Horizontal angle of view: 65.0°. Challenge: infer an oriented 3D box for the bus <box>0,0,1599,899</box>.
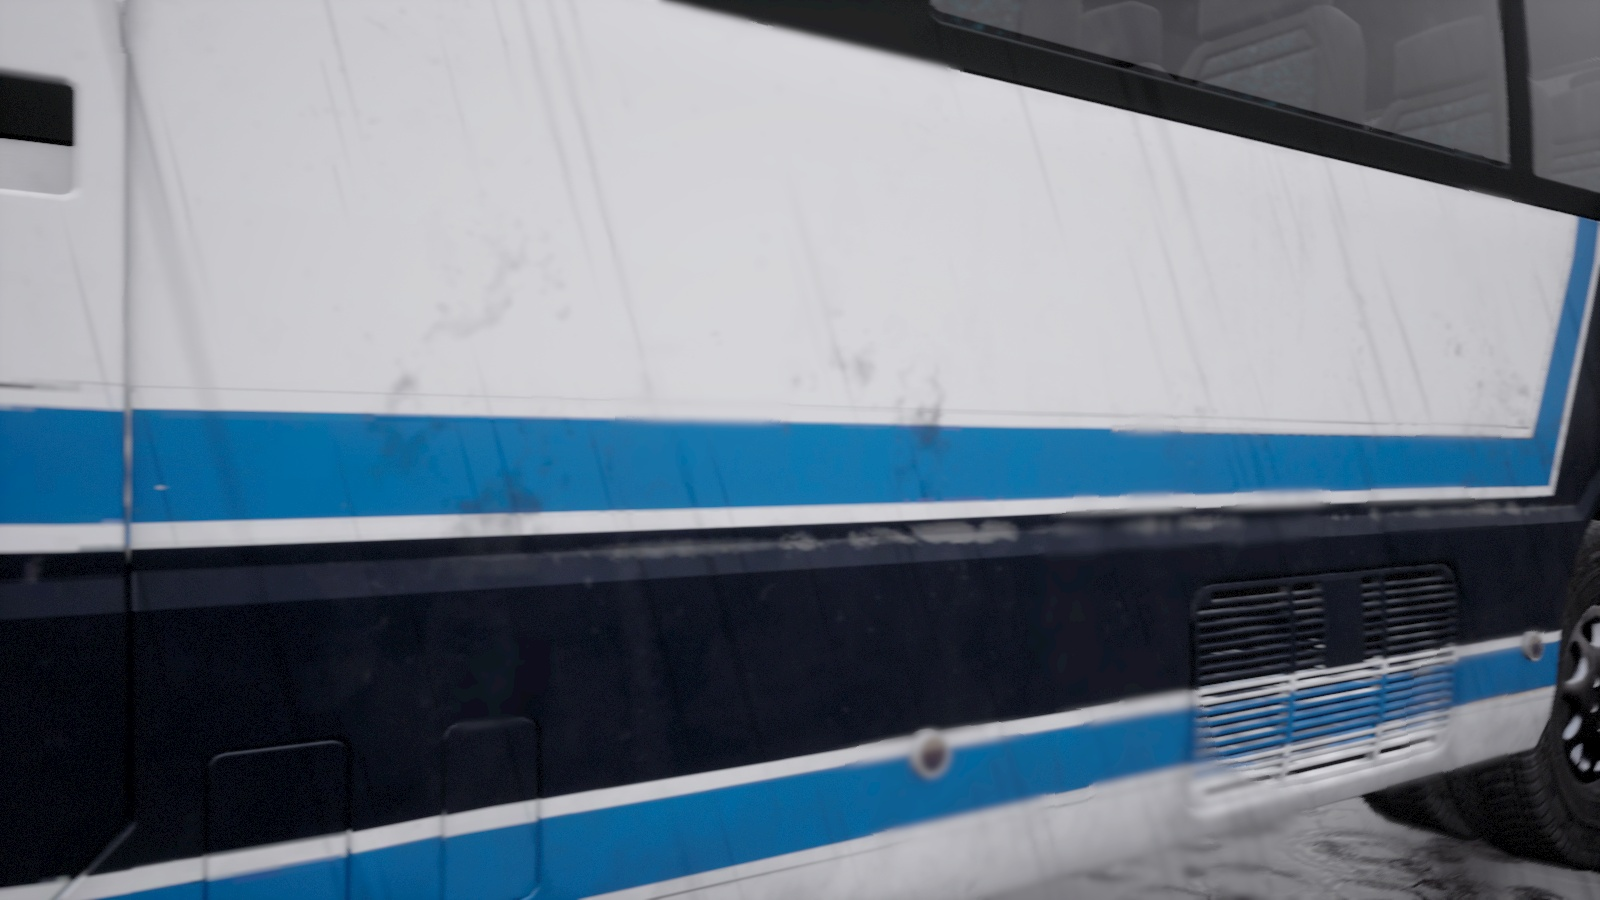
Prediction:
[{"bbox_3d":[-0.232,-0.621,4.109,10.273,4.253,3.944,0,0,-35],"label":"bus"}]
